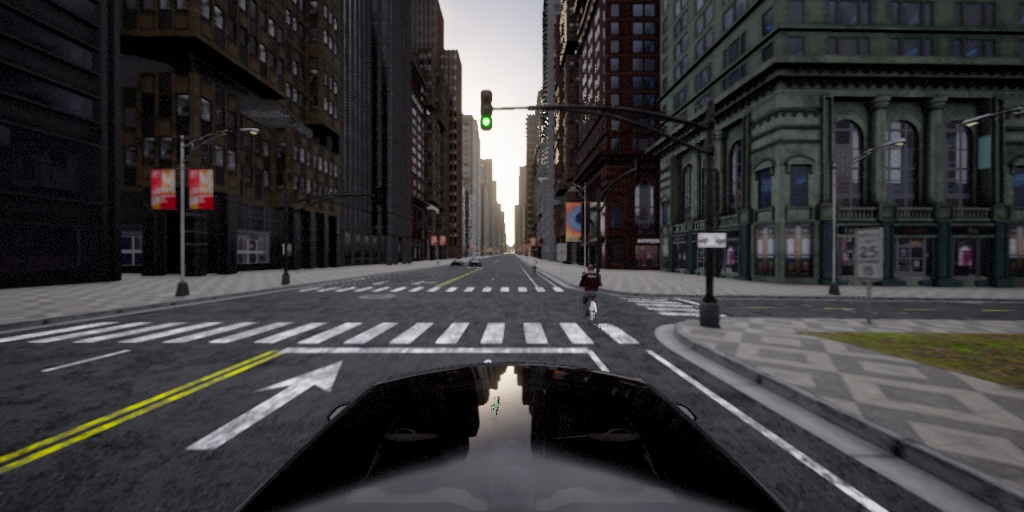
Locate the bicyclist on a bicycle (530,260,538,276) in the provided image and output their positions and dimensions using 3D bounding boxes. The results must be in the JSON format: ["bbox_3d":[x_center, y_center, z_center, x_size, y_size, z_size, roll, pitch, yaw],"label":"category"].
[{"bbox_3d":[2.267,1.175,36.301,0.866,1.612,1.509,0,0,0],"label":"bicyclist on a bicycle"}]

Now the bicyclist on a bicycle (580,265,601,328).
[{"bbox_3d":[2.256,1.131,10.506,0.659,1.776,1.843,1,-1,0],"label":"bicyclist on a bicycle"}]

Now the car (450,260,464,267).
[{"bbox_3d":[-9.724,1.304,63.742,1.895,1.301,4.718,0,0,0],"label":"car"}]

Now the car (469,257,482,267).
[{"bbox_3d":[-6.474,1.054,63.800,2.097,1.767,4.553,0,0,0],"label":"car"}]
